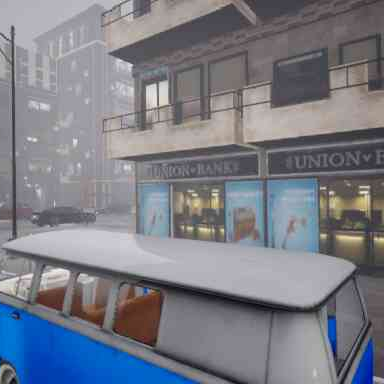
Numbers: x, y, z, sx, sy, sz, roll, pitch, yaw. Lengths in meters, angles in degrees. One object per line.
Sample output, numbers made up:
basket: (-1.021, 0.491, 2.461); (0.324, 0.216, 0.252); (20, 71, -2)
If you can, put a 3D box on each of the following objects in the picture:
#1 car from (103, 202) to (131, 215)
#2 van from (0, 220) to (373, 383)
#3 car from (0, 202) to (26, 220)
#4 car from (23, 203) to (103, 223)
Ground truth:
car: (-8.612, 1.798, 36.407); (1.947, 1.339, 4.313); (-2, -1, 36)
van: (-0.450, 1.342, 3.182); (3.998, 1.788, 1.690); (0, -1, 36)
car: (-15.293, 1.608, 27.325); (1.967, 1.590, 4.097); (-2, -1, 36)
car: (-8.542, 1.583, 22.356); (1.947, 1.339, 4.313); (-2, -1, 36)
